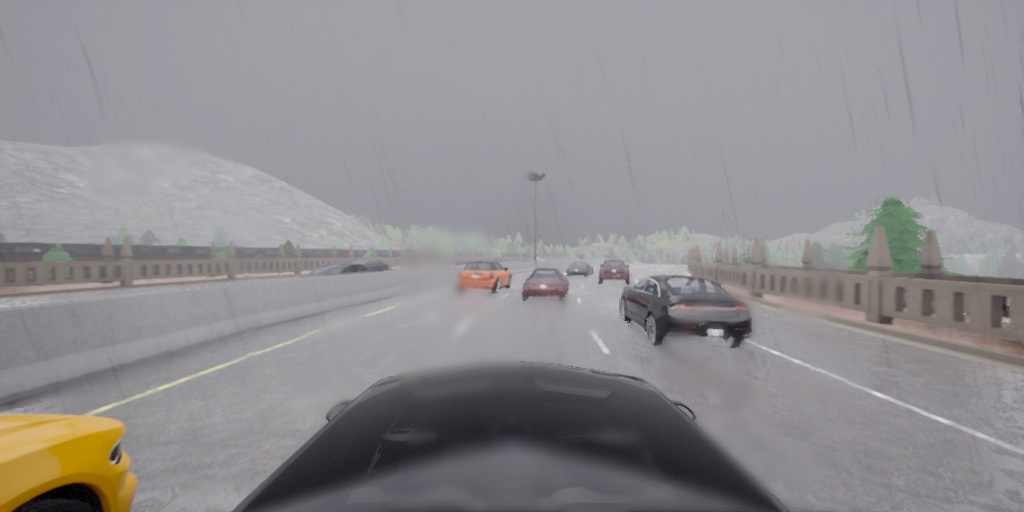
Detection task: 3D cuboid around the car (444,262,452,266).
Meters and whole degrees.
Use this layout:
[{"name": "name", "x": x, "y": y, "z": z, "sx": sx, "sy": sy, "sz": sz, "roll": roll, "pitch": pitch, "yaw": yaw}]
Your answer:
[{"name": "car", "x": -6.031, "y": 1.111, "z": 40.734, "sx": 1.994, "sy": 1.385, "sz": 4.181, "roll": 0, "pitch": 0, "yaw": 23}]

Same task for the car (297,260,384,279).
[{"name": "car", "x": -8.905, "y": 1.133, "z": 18.524, "sx": 1.837, "sy": 1.490, "sz": 4.892, "roll": 0, "pitch": 0, "yaw": 11}]

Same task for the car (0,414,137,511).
[{"name": "car", "x": -3.294, "y": 1.216, "z": 0.156, "sx": 1.882, "sy": 1.535, "sz": 5.008, "roll": 0, "pitch": 0, "yaw": -1}]

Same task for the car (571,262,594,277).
[{"name": "car", "x": 6.462, "y": 1.209, "z": 33.894, "sx": 1.994, "sy": 1.385, "sz": 4.181, "roll": 0, "pitch": 0, "yaw": 21}]

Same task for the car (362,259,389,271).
[{"name": "car", "x": -12.958, "y": 1.026, "z": 31.702, "sx": 1.882, "sy": 1.535, "sz": 5.008, "roll": 0, "pitch": 0, "yaw": 17}]

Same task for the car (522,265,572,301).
[{"name": "car", "x": 1.692, "y": 1.256, "z": 17.186, "sx": 1.994, "sy": 1.385, "sz": 4.181, "roll": 0, "pitch": 0, "yaw": 10}]

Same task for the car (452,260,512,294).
[{"name": "car", "x": -1.361, "y": 1.016, "z": 19.685, "sx": 2.097, "sy": 1.767, "sz": 4.553, "roll": 0, "pitch": 0, "yaw": 11}]

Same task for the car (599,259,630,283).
[{"name": "car", "x": 7.685, "y": 1.035, "z": 26.853, "sx": 2.097, "sy": 1.767, "sz": 4.553, "roll": 0, "pitch": 0, "yaw": 17}]

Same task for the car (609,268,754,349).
[{"name": "car", "x": 4.098, "y": 1.232, "z": 9.219, "sx": 2.128, "sy": 1.511, "sz": 4.902, "roll": 0, "pitch": 0, "yaw": 5}]
